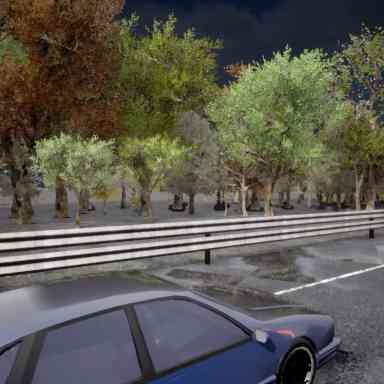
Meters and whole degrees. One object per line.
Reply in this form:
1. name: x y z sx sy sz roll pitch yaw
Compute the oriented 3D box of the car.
1. car: -0.731 1.547 3.201 5.357 1.411 2.033 0 0 -38
